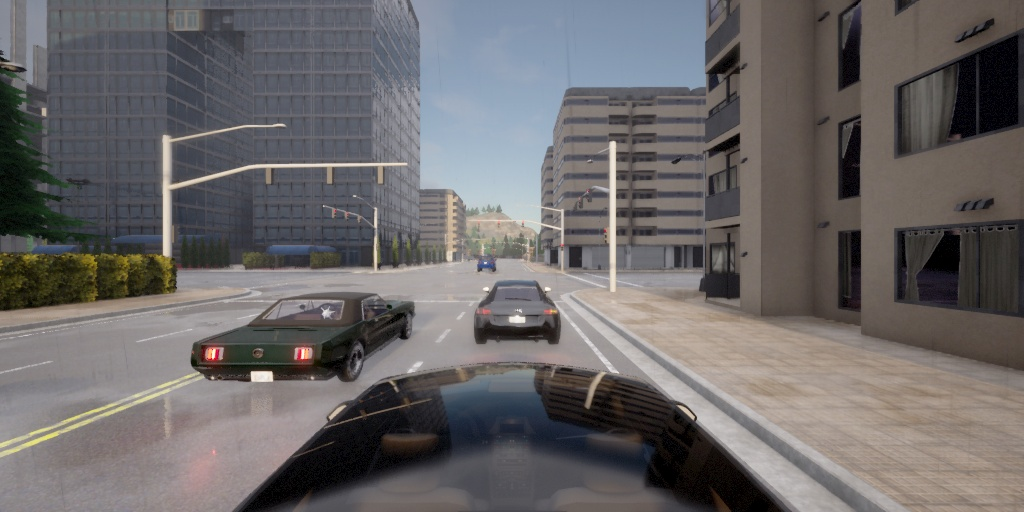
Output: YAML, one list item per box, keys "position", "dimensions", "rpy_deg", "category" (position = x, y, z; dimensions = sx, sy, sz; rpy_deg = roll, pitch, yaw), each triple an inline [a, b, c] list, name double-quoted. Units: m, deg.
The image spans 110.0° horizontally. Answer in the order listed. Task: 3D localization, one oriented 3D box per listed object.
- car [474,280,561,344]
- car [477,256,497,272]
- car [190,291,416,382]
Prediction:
- position: [0.132, 1.314, 9.571]
  dimensions: [1.994, 1.385, 4.181]
  rpy_deg: [0, 0, 1]
  category: "car"
- position: [-3.199, 0.971, 46.168]
  dimensions: [2.150, 2.045, 5.566]
  rpy_deg: [0, 0, 0]
  category: "car"
- position: [-3.380, 1.351, 7.094]
  dimensions: [1.895, 1.301, 4.718]
  rpy_deg: [0, 0, 0]
  category: "car"
